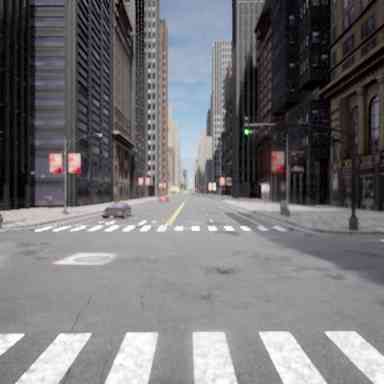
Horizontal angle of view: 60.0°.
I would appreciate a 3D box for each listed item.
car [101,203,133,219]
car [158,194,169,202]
[{"bbox_3d":[-6.587,1.656,29.850,2.033,1.411,5.357,0,0,0],"label":"car"},{"bbox_3d":[-6.706,1.380,78.348,2.150,2.045,5.566,0,0,0],"label":"car"}]
